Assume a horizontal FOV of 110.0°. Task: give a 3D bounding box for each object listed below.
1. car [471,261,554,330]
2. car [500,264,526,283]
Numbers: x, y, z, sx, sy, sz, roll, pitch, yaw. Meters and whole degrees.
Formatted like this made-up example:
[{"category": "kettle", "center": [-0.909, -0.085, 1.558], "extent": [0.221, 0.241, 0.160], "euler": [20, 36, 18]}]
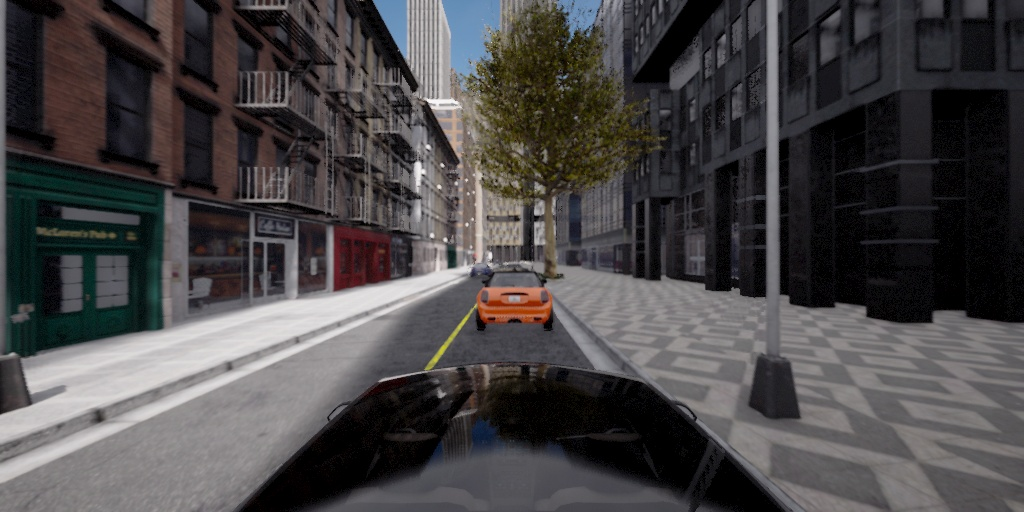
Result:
[{"category": "car", "center": [0.079, 1.150, 11.485], "extent": [2.097, 1.767, 4.553], "euler": [0, 0, 0]}, {"category": "car", "center": [0.091, 1.421, 30.850], "extent": [2.033, 1.411, 5.357], "euler": [0, 0, 0]}]
